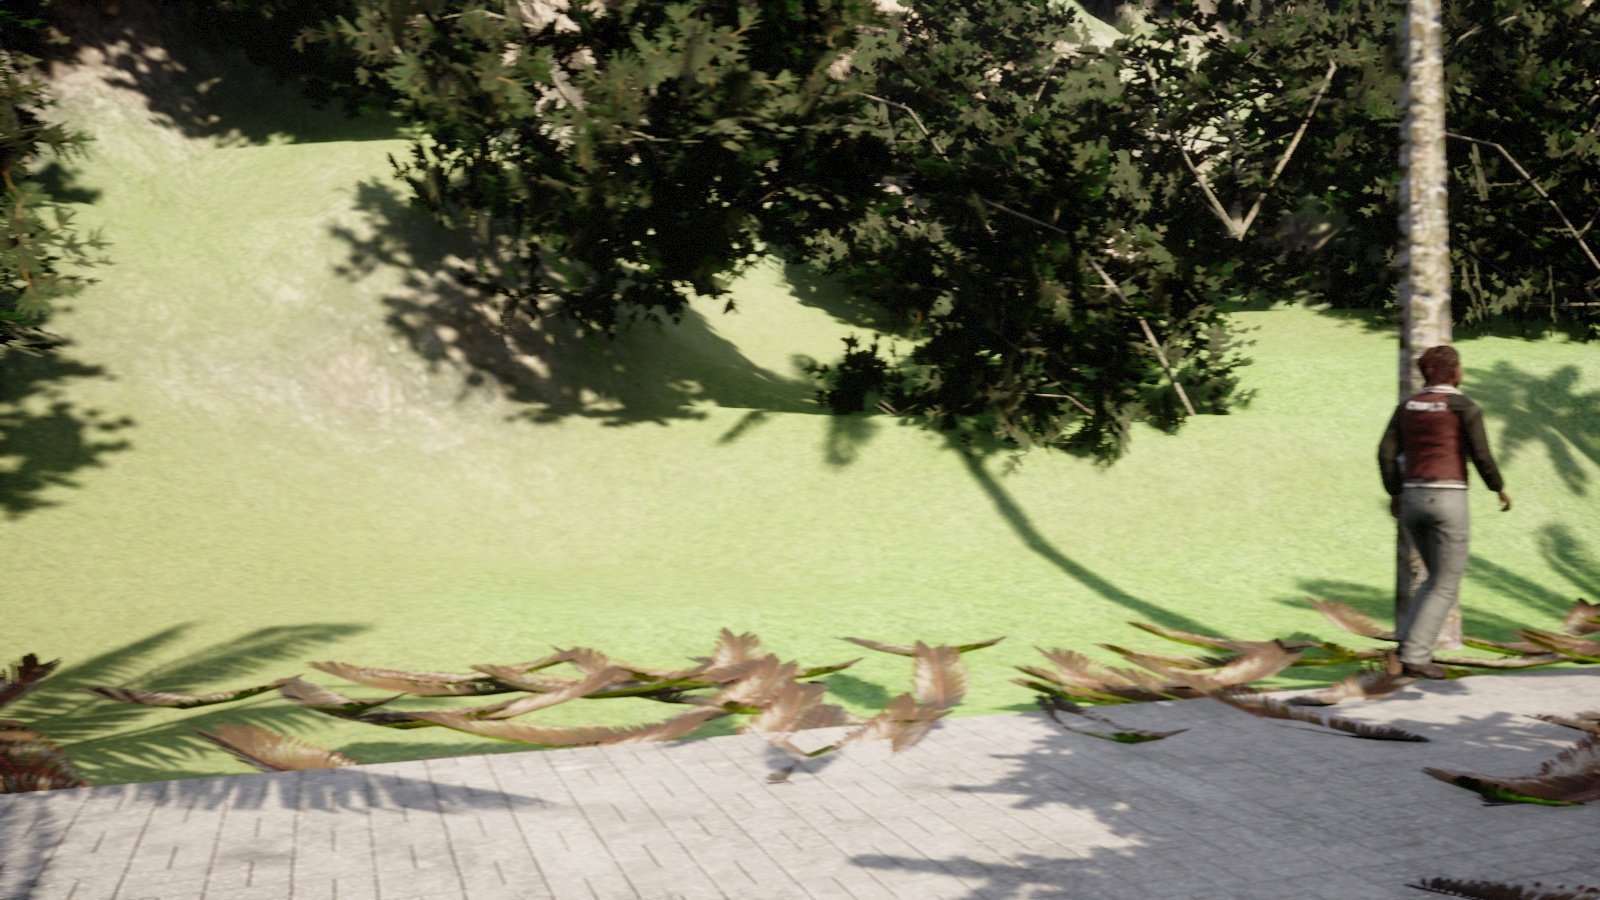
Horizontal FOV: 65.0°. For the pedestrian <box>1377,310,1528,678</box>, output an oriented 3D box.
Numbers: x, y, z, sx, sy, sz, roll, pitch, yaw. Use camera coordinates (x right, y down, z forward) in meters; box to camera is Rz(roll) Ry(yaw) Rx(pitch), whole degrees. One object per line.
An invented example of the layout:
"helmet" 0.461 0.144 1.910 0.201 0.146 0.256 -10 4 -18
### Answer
"pedestrian" 3.584 0.226 6.903 0.666 1.930 0.402 -1 1 -24
